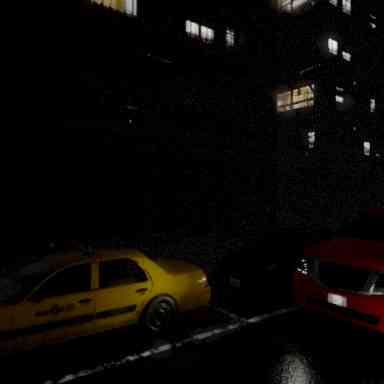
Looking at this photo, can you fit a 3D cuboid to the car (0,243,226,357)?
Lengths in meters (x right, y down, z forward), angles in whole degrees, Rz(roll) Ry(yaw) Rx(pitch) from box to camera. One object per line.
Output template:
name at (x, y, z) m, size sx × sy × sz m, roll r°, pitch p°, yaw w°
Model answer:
car at (-1.925, 1.530, 5.185) m, size 4.829 × 1.417 × 1.752 m, roll 0°, pitch 0°, yaw -36°

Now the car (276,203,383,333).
car at (4.390, 1.248, 6.513) m, size 5.566 × 2.045 × 2.150 m, roll 0°, pitch 0°, yaw -36°

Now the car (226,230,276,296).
car at (2.709, 1.591, 8.492) m, size 4.313 × 1.339 × 1.947 m, roll 0°, pitch 0°, yaw -36°
